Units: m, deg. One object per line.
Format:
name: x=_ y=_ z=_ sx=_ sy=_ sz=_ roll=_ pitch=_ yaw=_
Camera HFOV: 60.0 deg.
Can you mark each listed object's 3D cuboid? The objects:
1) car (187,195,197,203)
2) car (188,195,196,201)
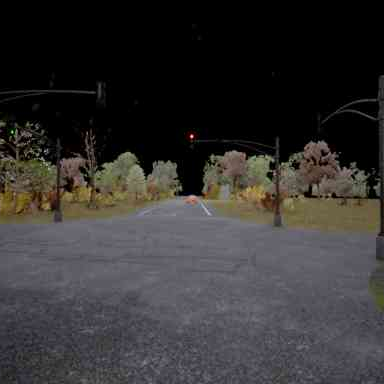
car: x=0.019 y=1.409 z=68.007 sx=2.097 sy=1.767 sz=4.553 roll=0 pitch=0 yaw=0
car: x=0.022 y=1.432 z=78.042 sx=1.812 sy=1.442 sz=4.674 roll=0 pitch=0 yaw=0
